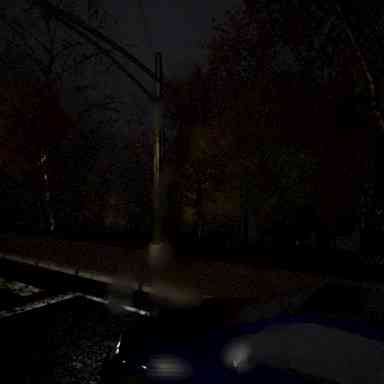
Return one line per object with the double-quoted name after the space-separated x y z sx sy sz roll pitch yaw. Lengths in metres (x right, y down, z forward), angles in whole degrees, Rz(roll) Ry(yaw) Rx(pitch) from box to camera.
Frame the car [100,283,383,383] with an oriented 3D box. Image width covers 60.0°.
1.135 1.564 2.873 4.181 1.385 1.994 0 0 35 "car"
